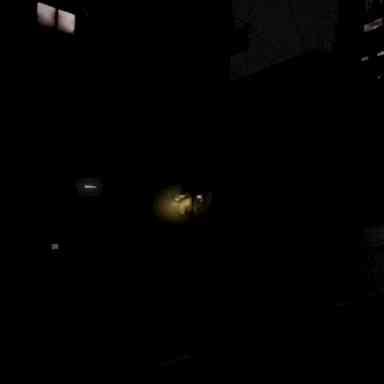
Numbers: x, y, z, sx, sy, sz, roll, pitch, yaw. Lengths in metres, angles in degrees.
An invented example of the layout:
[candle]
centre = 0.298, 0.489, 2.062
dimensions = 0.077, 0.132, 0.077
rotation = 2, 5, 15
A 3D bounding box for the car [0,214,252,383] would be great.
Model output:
[car]
centre = -1.258, 1.336, 5.167
dimensions = 5.009, 1.841, 2.192
rotation = 1, 1, -35
